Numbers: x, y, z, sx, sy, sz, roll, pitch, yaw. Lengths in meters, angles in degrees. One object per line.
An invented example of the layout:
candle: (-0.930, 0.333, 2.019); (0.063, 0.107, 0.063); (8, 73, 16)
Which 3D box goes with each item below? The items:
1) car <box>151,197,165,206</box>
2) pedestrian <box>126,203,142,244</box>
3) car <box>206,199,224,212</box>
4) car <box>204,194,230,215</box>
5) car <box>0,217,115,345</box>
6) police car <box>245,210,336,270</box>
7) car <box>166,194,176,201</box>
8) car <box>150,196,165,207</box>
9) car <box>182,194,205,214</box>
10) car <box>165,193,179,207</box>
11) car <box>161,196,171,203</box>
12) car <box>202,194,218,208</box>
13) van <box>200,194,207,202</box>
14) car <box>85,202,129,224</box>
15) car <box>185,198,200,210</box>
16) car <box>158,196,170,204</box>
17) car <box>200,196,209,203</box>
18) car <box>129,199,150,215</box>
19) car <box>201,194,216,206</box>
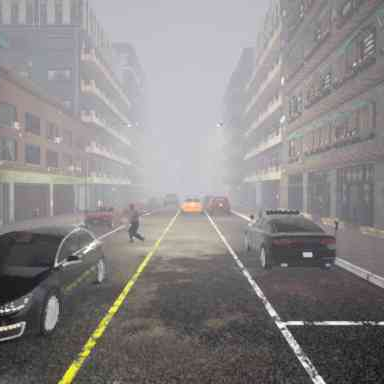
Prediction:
car: (-5.691, 1.565, 56.030); (1.887, 1.381, 4.507); (-1, 0, 0)
pedestrian: (-2.468, 1.292, 14.206); (0.375, 1.860, 0.375); (-1, 1, 0)
car: (2.686, 1.533, 39.140); (1.752, 1.417, 4.829); (-1, 0, 0)
car: (2.682, 1.319, 33.286); (2.192, 1.841, 5.009); (-1, 0, 0)
car: (-3.099, 1.503, 6.688); (1.837, 1.490, 4.892); (0, 0, 0)
police car: (3.002, 1.424, 11.209); (1.930, 1.638, 5.238); (0, 0, 0)
car: (-5.689, 1.375, 90.138); (2.192, 1.841, 5.009); (-1, 0, 0)
car: (-5.693, 1.455, 50.345); (1.967, 1.590, 4.097); (-1, 0, 0)
car: (0.081, 1.357, 34.890); (2.097, 1.767, 4.553); (0, 0, 0)
car: (-3.087, 1.237, 50.642); (2.150, 2.045, 5.566); (0, 0, 0)
car: (-5.688, 1.603, 73.083); (1.947, 1.339, 4.313); (-1, 0, 0)
car: (2.685, 1.330, 50.340); (2.192, 1.841, 5.009); (-1, 0, 0)
van: (2.690, 1.385, 78.764); (1.690, 1.788, 3.998); (-1, 0, 0)
car: (-5.697, 1.544, 21.921); (1.887, 1.381, 4.507); (-1, 0, 0)
car: (0.083, 1.559, 45.321); (2.033, 1.411, 5.357); (0, 0, 0)
car: (-5.688, 1.597, 67.399); (1.947, 1.339, 4.313); (-1, 0, 0)
car: (2.692, 1.563, 73.248); (1.752, 1.417, 4.829); (-1, 0, 0)
car: (-5.695, 1.549, 33.291); (1.887, 1.381, 4.507); (-1, 0, 0)
car: (2.686, 1.335, 56.025); (2.192, 1.841, 5.009); (-1, 0, 0)
